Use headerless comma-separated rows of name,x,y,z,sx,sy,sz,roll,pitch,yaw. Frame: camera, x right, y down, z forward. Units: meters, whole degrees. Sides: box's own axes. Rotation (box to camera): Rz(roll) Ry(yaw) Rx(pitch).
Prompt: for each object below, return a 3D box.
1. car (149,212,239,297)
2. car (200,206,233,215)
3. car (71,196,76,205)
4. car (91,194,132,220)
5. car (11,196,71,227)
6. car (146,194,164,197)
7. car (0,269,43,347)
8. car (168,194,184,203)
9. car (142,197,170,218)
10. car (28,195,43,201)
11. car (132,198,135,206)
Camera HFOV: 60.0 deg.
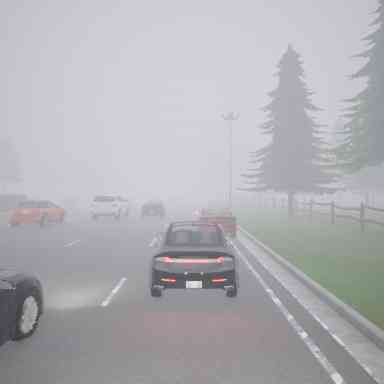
car,0.053,1.492,8.547,2.128,1.511,4.902,0,0,0
car,1.227,1.478,17.888,1.882,1.535,5.008,0,0,0
car,-22.208,1.491,59.966,2.128,1.511,4.902,0,0,-28
car,-6.895,1.221,28.381,2.150,2.045,5.566,0,0,0
car,-10.395,1.352,22.966,2.097,1.767,4.553,0,0,0
car,-6.892,1.492,61.531,2.128,1.511,4.902,0,0,0
car,-3.399,1.505,3.628,1.837,1.490,4.892,0,0,0
car,-3.391,1.492,68.671,2.128,1.511,4.902,0,0,0
car,-3.397,1.477,30.466,1.882,1.535,5.008,0,0,0
car,-38.802,1.552,82.410,1.994,1.385,4.181,0,0,-44
car,-10.393,1.477,53.307,1.882,1.535,5.008,0,0,0
